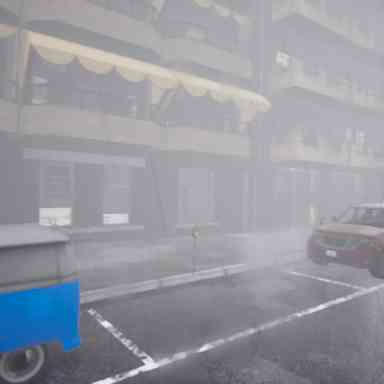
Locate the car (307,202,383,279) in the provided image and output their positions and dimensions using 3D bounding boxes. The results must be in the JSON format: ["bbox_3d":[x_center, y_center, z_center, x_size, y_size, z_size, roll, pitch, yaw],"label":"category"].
[{"bbox_3d":[5.689,1.276,10.147,5.009,1.841,2.192,0,2,-36],"label":"car"}]

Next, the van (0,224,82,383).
[{"bbox_3d":[-3.306,1.343,3.711,3.998,1.788,1.690,0,2,-36],"label":"van"}]
